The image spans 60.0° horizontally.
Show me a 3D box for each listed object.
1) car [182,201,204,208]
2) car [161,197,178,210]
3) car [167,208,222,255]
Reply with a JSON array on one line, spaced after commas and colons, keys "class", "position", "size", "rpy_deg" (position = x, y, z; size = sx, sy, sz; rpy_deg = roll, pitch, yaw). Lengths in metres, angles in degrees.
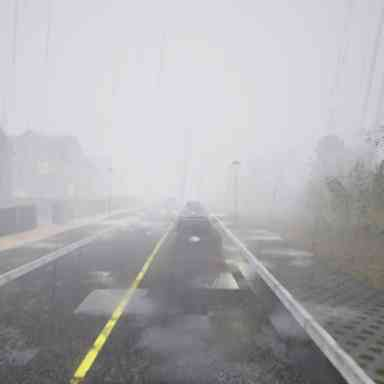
[{"class": "car", "position": [0.079, 1.473, 28.877], "size": [1.812, 1.442, 4.674], "rpy_deg": [0, 0, 0]}, {"class": "car", "position": [-2.844, 1.424, 42.615], "size": [1.837, 1.490, 4.892], "rpy_deg": [0, 0, 0]}, {"class": "car", "position": [0.085, 1.544, 13.142], "size": [1.994, 1.385, 4.181], "rpy_deg": [0, 0, 0]}]
